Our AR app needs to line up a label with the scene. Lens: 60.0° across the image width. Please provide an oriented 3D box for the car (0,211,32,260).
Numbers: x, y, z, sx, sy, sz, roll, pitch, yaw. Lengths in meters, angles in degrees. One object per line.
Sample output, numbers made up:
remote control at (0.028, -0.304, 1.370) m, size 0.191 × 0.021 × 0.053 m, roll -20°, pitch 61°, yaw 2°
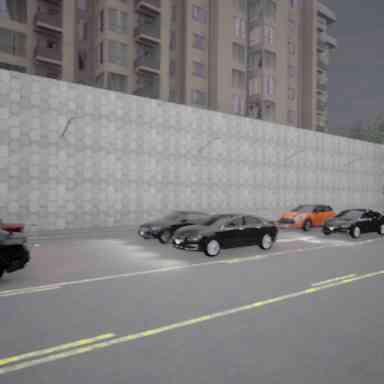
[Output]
car at (-8.229, 1.474, 11.020) m, size 5.008 × 1.535 × 1.882 m, roll 1°, pitch -1°, yaw -36°

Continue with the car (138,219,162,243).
car at (-0.389, 1.651, 16.626) m, size 4.674 × 1.442 × 1.812 m, roll 1°, pitch -1°, yaw -35°

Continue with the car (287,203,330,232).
car at (7.836, 1.612, 22.457) m, size 4.553 × 1.767 × 2.097 m, roll 1°, pitch -1°, yaw -35°

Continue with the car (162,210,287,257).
car at (1.457, 1.626, 13.625) m, size 4.892 × 1.490 × 1.837 m, roll 1°, pitch -1°, yaw -36°

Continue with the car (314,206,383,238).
car at (9.516, 1.759, 19.361) m, size 4.892 × 1.490 × 1.837 m, roll 1°, pitch -1°, yaw -35°

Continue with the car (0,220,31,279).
car at (-6.550, 1.496, 7.930) m, size 4.892 × 1.490 × 1.837 m, roll 1°, pitch -1°, yaw -35°
